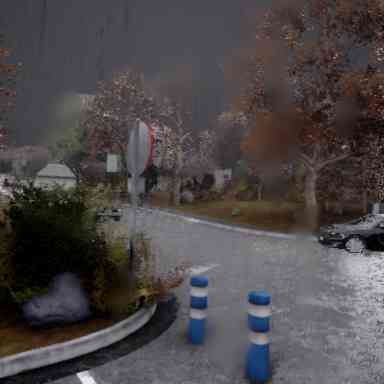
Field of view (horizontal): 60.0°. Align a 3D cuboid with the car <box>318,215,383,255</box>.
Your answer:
[{"bbox_3d":[7.729,1.661,13.488,5.008,1.535,1.882,1,1,-3],"label":"car"}]

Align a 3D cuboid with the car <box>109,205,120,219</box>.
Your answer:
[{"bbox_3d":[-5.765,0.929,19.529,1.895,1.301,4.718,2,2,-36],"label":"car"}]
